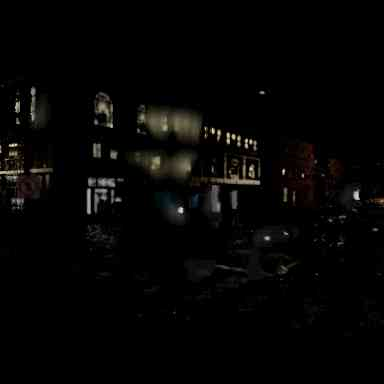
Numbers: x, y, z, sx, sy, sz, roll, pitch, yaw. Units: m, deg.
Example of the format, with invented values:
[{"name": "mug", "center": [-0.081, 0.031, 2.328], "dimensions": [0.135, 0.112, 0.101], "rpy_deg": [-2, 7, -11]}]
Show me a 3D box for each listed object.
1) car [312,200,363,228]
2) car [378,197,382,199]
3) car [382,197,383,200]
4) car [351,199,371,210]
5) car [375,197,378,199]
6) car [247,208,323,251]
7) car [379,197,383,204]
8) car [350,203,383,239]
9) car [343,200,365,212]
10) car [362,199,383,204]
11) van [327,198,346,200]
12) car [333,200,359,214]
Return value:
[{"name": "car", "center": [10.369, 1.595, 23.516], "dimensions": [2.128, 1.511, 4.902], "rpy_deg": [0, 0, 35]}, {"name": "car", "center": [30.859, 1.848, 57.127], "dimensions": [2.008, 1.369, 4.403], "rpy_deg": [0, 0, 35]}, {"name": "car", "center": [37.221, 1.799, 66.163], "dimensions": [1.967, 1.590, 4.097], "rpy_deg": [0, 0, 35]}, {"name": "car", "center": [24.496, 1.788, 48.089], "dimensions": [2.008, 1.369, 4.403], "rpy_deg": [0, 0, 35]}, {"name": "car", "center": [27.677, 1.818, 52.607], "dimensions": [2.008, 1.369, 4.403], "rpy_deg": [0, 0, 35]}, {"name": "car", "center": [4.057, 1.619, 14.550], "dimensions": [1.994, 1.385, 4.181], "rpy_deg": [0, 0, 35]}, {"name": "car", "center": [43.583, 1.864, 75.200], "dimensions": [1.967, 1.590, 4.097], "rpy_deg": [0, 0, 35]}, {"name": "car", "center": [9.748, 1.565, 17.123], "dimensions": [1.882, 1.535, 5.008], "rpy_deg": [0, 0, 35]}, {"name": "car", "center": [21.217, 1.732, 43.432], "dimensions": [1.752, 1.417, 4.829], "rpy_deg": [0, 0, 35]}, {"name": "car", "center": [19.544, 1.781, 36.494], "dimensions": [1.895, 1.301, 4.718], "rpy_deg": [0, 0, 36]}, {"name": "van", "center": [14.953, 1.492, 34.535], "dimensions": [1.690, 1.788, 3.998], "rpy_deg": [0, 0, 35]}, {"name": "car", "center": [18.134, 1.730, 39.052], "dimensions": [2.008, 1.369, 4.403], "rpy_deg": [0, 0, 35]}]
